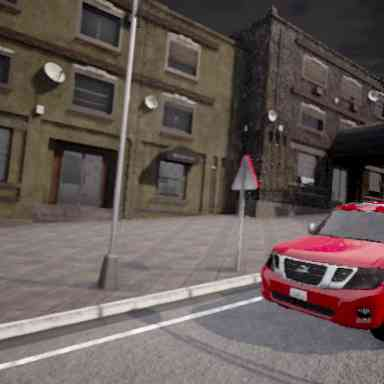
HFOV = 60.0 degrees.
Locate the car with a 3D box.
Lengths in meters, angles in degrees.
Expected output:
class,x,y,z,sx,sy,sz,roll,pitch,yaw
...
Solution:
class,x,y,z,sx,sy,sz,roll,pitch,yaw
car,3.904,1.235,6.780,5.566,2.045,2.150,0,0,-36
